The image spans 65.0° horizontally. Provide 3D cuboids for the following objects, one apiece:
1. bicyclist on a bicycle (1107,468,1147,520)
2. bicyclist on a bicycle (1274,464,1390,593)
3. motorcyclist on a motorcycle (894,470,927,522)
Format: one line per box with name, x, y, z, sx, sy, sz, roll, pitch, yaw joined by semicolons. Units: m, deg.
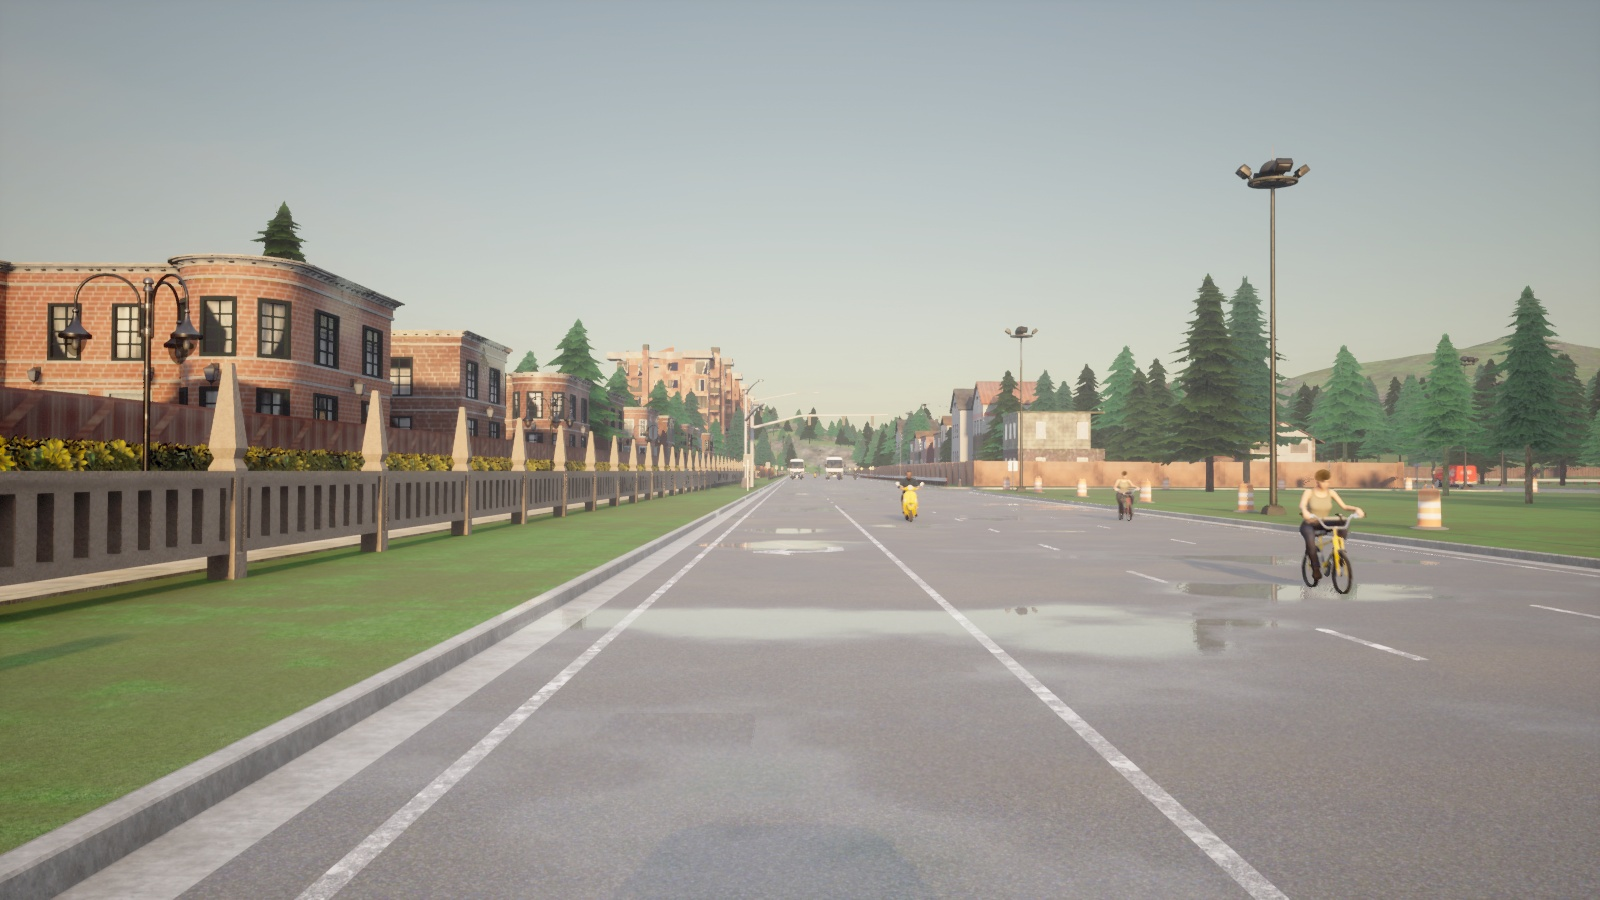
bicyclist on a bicycle;10.399;1.379;39.988;0.866;1.612;1.509;0;-1;-1
bicyclist on a bicycle;6.958;1.000;16.503;0.866;1.612;1.509;0;-1;0
motorcyclist on a motorcycle;3.410;1.408;38.989;0.866;1.590;1.817;0;-1;0
